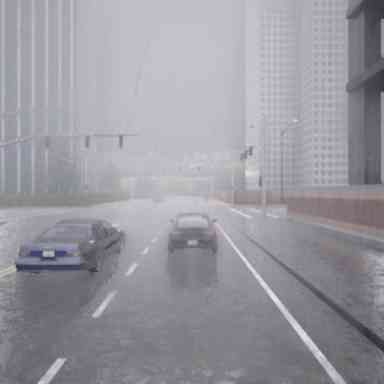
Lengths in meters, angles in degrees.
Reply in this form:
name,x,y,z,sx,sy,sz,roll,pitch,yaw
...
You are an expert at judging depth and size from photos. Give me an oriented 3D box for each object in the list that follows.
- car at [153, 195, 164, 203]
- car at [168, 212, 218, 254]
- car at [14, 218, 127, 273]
name,x,y,z,sx,sy,sz,roll,pitch,yaw
car,-6.997,1.396,69.982,2.097,1.767,4.553,0,0,0
car,0.049,1.534,13.450,1.812,1.442,4.674,0,0,1
car,-3.480,1.554,10.622,2.033,1.411,5.357,0,0,0
